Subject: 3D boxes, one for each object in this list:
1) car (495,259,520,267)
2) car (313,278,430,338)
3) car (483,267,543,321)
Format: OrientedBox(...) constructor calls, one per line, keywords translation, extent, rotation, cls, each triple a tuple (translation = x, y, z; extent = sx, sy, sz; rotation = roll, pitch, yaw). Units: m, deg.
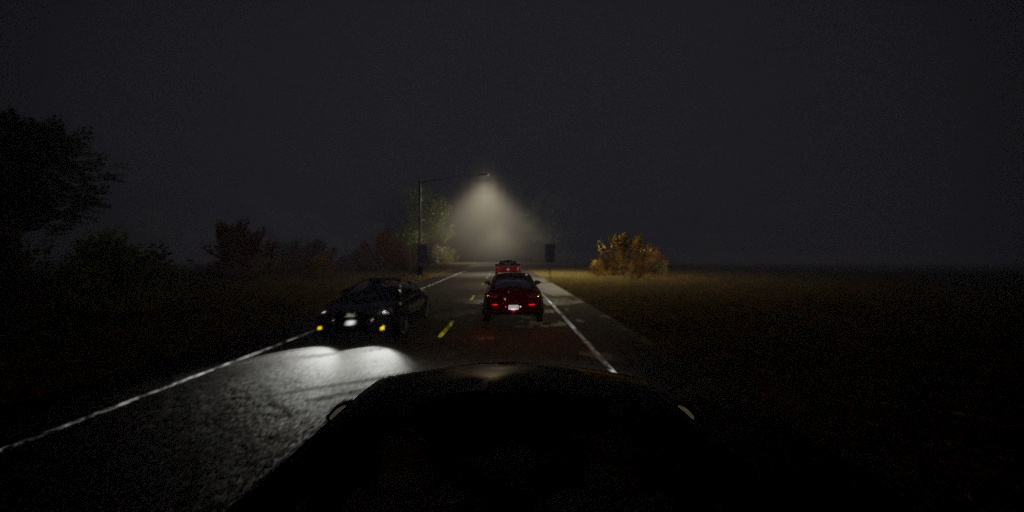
OrientedBox(translation=(-0.358, 1.079, 30.843), extent=(2.097, 1.767, 4.553), rotation=(0, 0, -1), cls="car")
OrientedBox(translation=(-3.648, 1.313, 10.069), extent=(1.994, 1.385, 4.181), rotation=(0, 0, 0), cls="car")
OrientedBox(translation=(0.020, 1.271, 12.343), extent=(1.812, 1.442, 4.674), rotation=(0, 0, -1), cls="car")
